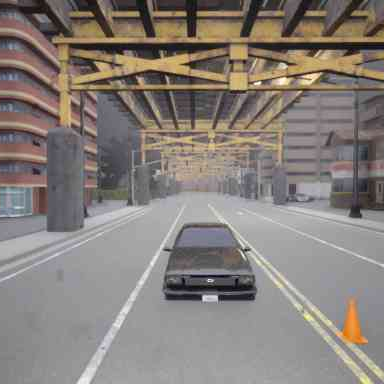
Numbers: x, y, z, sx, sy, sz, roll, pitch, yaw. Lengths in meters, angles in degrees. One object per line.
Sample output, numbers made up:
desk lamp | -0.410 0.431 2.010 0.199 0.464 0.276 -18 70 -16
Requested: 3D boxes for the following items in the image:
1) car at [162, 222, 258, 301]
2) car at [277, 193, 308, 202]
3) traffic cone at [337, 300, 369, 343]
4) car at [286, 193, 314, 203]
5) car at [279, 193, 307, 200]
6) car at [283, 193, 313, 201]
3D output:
car | 0.364 1.533 8.705 2.033 1.411 5.357 0 0 1
car | 17.830 0.959 58.970 4.974 1.542 2.038 0 1 25
traffic cone | 2.455 1.949 5.097 0.340 0.580 0.340 0 0 0
car | 17.481 1.006 54.813 4.974 1.542 2.038 0 1 -20
car | 17.878 0.802 58.946 4.536 1.218 1.853 0 1 25
car | 17.530 0.849 54.829 4.536 1.218 1.853 0 1 -20
